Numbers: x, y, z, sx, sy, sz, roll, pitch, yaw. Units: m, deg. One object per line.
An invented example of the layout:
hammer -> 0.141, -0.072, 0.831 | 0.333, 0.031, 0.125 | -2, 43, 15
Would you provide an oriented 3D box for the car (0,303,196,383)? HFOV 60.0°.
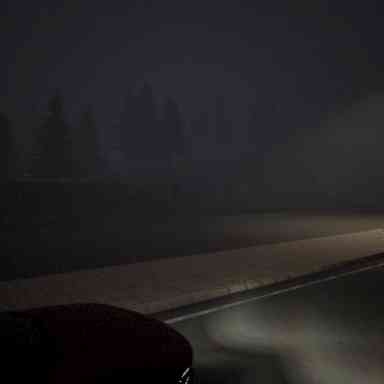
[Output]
car -> -2.245, 1.480, 2.144 | 5.008, 1.535, 1.882 | 0, 0, -35
